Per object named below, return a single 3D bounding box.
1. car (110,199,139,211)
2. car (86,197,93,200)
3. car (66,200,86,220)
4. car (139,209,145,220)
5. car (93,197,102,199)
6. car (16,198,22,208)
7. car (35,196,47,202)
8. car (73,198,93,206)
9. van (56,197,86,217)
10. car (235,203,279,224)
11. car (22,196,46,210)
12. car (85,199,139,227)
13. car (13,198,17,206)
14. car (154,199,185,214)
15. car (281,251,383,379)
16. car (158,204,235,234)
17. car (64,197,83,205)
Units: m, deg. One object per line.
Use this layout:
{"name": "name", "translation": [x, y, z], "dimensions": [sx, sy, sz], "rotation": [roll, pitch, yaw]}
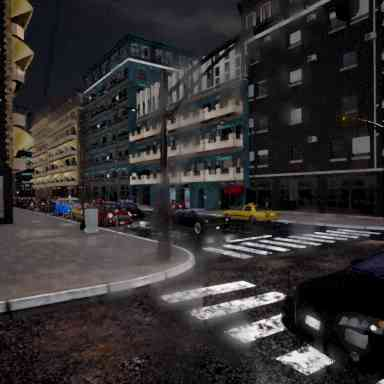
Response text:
{"name": "car", "translation": [-8.645, 1.582, 42.317], "dimensions": [2.008, 1.369, 4.403], "rotation": [-1, 1, -35]}
{"name": "car", "translation": [-13.906, 1.598, 39.752], "dimensions": [1.882, 1.535, 5.008], "rotation": [-1, 0, -35]}
{"name": "car", "translation": [-8.943, 1.652, 28.302], "dimensions": [1.752, 1.417, 4.829], "rotation": [-1, 1, -35]}
{"name": "car", "translation": [-5.664, 1.646, 28.168], "dimensions": [1.994, 1.385, 4.181], "rotation": [-1, 1, -35]}
{"name": "car", "translation": [-15.073, 1.502, 51.328], "dimensions": [1.967, 1.590, 4.097], "rotation": [-1, 1, -35]}
{"name": "car", "translation": [-25.106, 1.770, 50.971], "dimensions": [1.947, 1.339, 4.313], "rotation": [-1, 1, -35]}
{"name": "car", "translation": [-37.561, 1.728, 82.873], "dimensions": [1.887, 1.381, 4.507], "rotation": [-1, 1, -35]}
{"name": "car", "translation": [-18.284, 1.644, 55.836], "dimensions": [1.947, 1.339, 4.313], "rotation": [-1, 1, -35]}
{"name": "van", "translation": [-12.258, 1.483, 32.945], "dimensions": [1.690, 1.788, 3.998], "rotation": [-1, 1, -35]}
{"name": "car", "translation": [4.108, 1.498, 24.432], "dimensions": [1.752, 1.417, 4.829], "rotation": [-1, 1, -35]}
{"name": "car", "translation": [-21.896, 1.628, 46.464], "dimensions": [1.967, 1.590, 4.097], "rotation": [-1, 1, -35]}
{"name": "car", "translation": [-5.831, 1.553, 23.935], "dimensions": [1.967, 1.590, 4.097], "rotation": [-1, 1, -35]}
{"name": "car", "translation": [-31.533, 1.783, 59.984], "dimensions": [1.887, 1.381, 4.507], "rotation": [-1, 1, -35]}
{"name": "car", "translation": [-2.221, 1.441, 33.304], "dimensions": [1.967, 1.590, 4.097], "rotation": [-1, 1, -35]}
{"name": "car", "translation": [3.531, 1.617, 5.118], "dimensions": [4.181, 1.385, 1.994], "rotation": [1, -1, -18]}
{"name": "car", "translation": [0.136, 1.658, 20.031], "dimensions": [1.895, 1.301, 4.718], "rotation": [-1, 0, -35]}
{"name": "car", "translation": [-21.497, 1.645, 60.342], "dimensions": [2.008, 1.369, 4.403], "rotation": [-1, 1, -35]}
